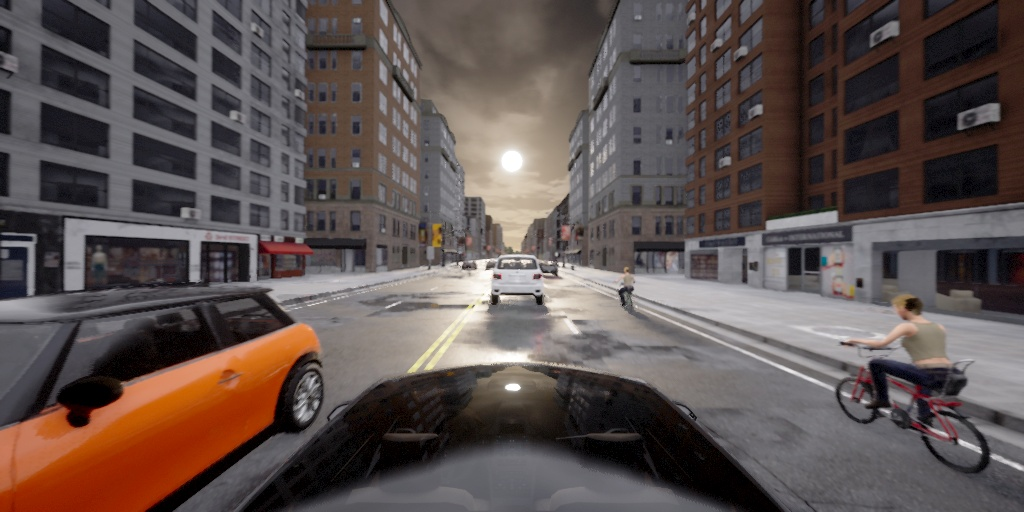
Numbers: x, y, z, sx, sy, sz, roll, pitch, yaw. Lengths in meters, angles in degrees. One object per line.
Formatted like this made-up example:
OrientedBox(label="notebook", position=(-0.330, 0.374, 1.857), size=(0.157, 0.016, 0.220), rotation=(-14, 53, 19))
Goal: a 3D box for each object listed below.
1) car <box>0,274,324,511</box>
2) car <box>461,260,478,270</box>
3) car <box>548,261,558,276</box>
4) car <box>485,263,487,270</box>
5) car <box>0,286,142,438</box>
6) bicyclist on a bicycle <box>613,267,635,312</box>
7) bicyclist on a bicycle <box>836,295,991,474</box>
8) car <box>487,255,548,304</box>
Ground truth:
OrientedBox(label="car", position=(-3.358, 1.082, 2.479), size=(2.097, 1.767, 4.553), rotation=(0, 0, 1))
OrientedBox(label="car", position=(-6.047, 1.291, 51.751), size=(1.994, 1.385, 4.181), rotation=(0, 0, 1))
OrientedBox(label="car", position=(3.663, 1.267, 37.024), size=(2.128, 1.511, 4.902), rotation=(0, 0, 1))
OrientedBox(label="car", position=(-2.788, 1.293, 52.136), size=(2.033, 1.411, 5.357), rotation=(0, 0, 1))
OrientedBox(label="car", position=(-6.606, 1.203, 2.901), size=(2.128, 1.511, 4.902), rotation=(0, 0, 1))
OrientedBox(label="bicyclist on a bicycle", position=(4.220, 1.212, 13.311), size=(0.866, 1.612, 1.509), rotation=(0, 0, 1))
OrientedBox(label="bicyclist on a bicycle", position=(4.165, 1.211, 3.864), size=(0.866, 1.612, 1.509), rotation=(0, 0, 0))
OrientedBox(label="car", position=(0.229, 0.973, 16.575), size=(2.150, 2.045, 5.566), rotation=(0, 0, 1))
